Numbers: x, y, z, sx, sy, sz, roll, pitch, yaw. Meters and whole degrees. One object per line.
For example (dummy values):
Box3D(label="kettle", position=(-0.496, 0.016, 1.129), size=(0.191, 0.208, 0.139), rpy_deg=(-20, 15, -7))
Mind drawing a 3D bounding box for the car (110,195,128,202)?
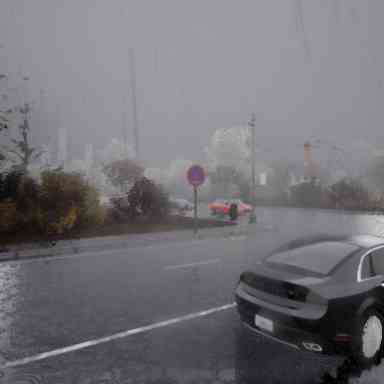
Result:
Box3D(label="car", position=(-12.262, 1.282, 55.890), size=(1.882, 1.535, 5.008), rpy_deg=(0, 1, -32))

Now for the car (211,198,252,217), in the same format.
Box3D(label="car", position=(3.696, 1.339, 30.567), size=(2.097, 1.767, 4.553), rpy_deg=(0, 0, -32))

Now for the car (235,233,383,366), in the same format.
Box3D(label="car", position=(2.933, 1.501, 5.838), size=(4.892, 1.490, 1.837), rpy_deg=(0, 0, -35))

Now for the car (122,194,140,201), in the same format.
Box3D(label="car", position=(-12.669, 1.138, 69.113), size=(1.994, 1.385, 4.181), rpy_deg=(0, 1, -37))

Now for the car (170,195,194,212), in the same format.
Box3D(label="car", position=(-1.500, 1.486, 38.803), size=(1.837, 1.490, 4.892), rpy_deg=(0, 0, -32))

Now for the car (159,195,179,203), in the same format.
Box3D(label="car", position=(-4.338, 1.331, 63.244), size=(1.994, 1.385, 4.181), rpy_deg=(0, 1, -33))
